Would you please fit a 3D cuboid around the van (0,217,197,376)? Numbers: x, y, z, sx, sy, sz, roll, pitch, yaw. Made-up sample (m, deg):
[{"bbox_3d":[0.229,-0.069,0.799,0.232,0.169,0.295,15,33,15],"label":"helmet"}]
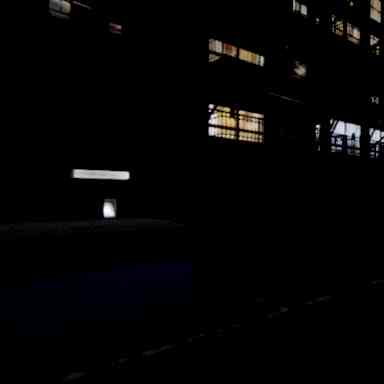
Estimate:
[{"bbox_3d":[-1.822,1.346,5.251,3.998,1.788,1.690,0,0,-35],"label":"van"}]
